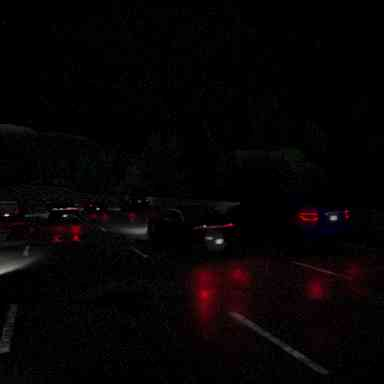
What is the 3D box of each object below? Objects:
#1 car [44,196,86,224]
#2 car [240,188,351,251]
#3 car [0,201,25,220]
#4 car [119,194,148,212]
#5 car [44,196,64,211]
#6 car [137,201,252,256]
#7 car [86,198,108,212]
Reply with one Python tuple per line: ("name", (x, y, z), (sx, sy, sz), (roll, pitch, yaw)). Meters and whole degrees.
("car", (-8.945, 1.269, 22.966), (2.128, 1.511, 4.902), (-2, 1, -25))
("car", (3.329, 0.893, 12.865), (2.150, 2.045, 5.566), (-2, 1, -24))
("car", (-13.909, 1.384, 25.428), (1.812, 1.442, 4.674), (-2, 1, -24))
("car", (-5.774, 0.941, 32.882), (2.097, 1.767, 4.553), (-2, 1, -24))
("car", (-16.056, 1.238, 38.593), (1.882, 1.535, 5.008), (-2, 1, -24))
("car", (-0.196, 1.246, 12.182), (2.128, 1.511, 4.902), (-2, 1, -24))
("car", (-9.772, 1.277, 33.238), (1.895, 1.301, 4.718), (-2, 1, -24))
